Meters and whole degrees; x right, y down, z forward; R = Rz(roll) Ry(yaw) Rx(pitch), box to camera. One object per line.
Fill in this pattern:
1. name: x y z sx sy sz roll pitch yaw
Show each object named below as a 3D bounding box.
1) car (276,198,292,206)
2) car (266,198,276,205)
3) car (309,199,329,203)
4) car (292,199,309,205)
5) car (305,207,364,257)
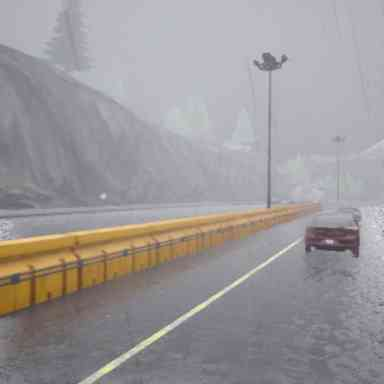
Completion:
1. car: 20.055 2.098 68.853 2.128 1.511 4.902 0 0 40
2. car: 17.593 2.041 71.347 1.882 1.535 5.008 0 0 40
3. car: 25.012 2.132 63.891 2.033 1.411 5.357 0 0 40
4. car: 22.518 2.122 66.359 2.033 1.411 5.357 0 0 40
5. car: 6.015 1.611 13.930 1.882 1.535 5.008 0 0 28
